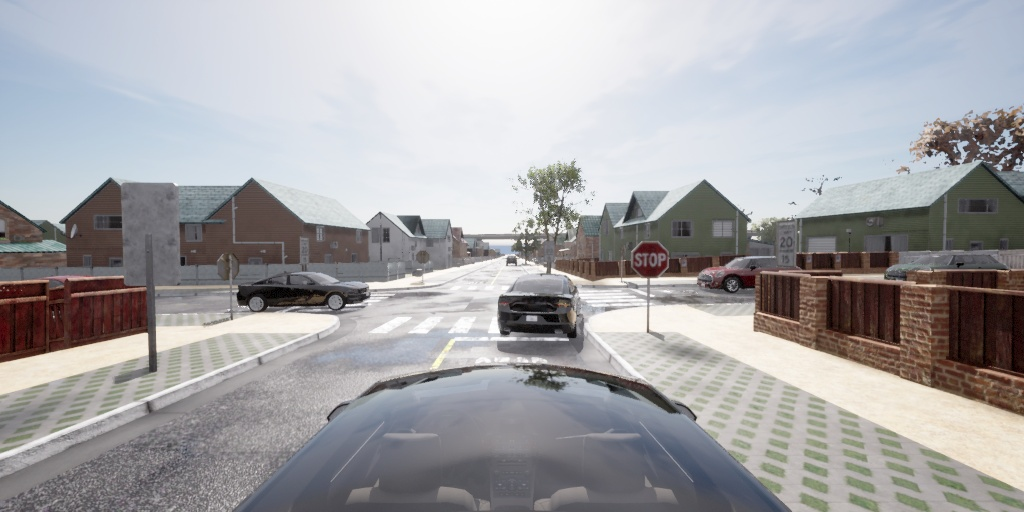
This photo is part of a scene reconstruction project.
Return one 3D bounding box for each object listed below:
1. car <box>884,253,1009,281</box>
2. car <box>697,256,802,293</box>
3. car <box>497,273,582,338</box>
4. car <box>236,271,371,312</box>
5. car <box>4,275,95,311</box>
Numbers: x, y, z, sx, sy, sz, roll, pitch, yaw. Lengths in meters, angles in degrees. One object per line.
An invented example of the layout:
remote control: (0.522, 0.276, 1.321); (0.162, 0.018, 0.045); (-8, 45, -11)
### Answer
car: (21.685, 0.646, 18.006); (4.553, 1.767, 2.097); (-1, 2, 0)
car: (11.790, 0.820, 17.924); (4.553, 1.767, 2.097); (-1, 2, 0)
car: (0.949, 1.224, 10.303); (1.882, 1.535, 5.008); (0, 0, 12)
car: (-8.482, 1.376, 14.820); (5.008, 1.535, 1.882); (-1, 2, 0)
car: (-18.035, 1.546, 14.747); (5.008, 1.535, 1.882); (-1, 2, 0)
